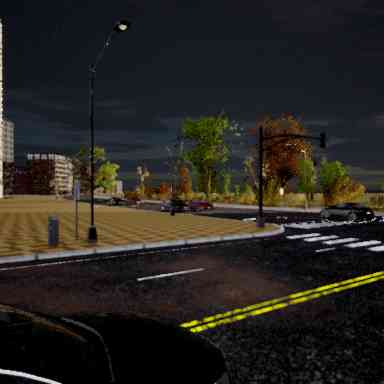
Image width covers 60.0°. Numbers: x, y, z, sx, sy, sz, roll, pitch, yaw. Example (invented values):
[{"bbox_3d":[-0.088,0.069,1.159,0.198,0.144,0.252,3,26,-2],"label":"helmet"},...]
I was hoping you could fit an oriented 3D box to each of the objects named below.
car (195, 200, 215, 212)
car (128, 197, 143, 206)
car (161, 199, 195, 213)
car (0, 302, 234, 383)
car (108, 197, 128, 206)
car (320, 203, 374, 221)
[{"bbox_3d":[0.972,1.641,40.351,1.994,1.385,4.181,0,0,-31],"label":"car"},{"bbox_3d":[-10.374,1.646,59.647,1.812,1.442,4.674,0,0,-29],"label":"car"},{"bbox_3d":[-1.999,1.594,38.977,1.837,1.490,4.892,0,0,-31],"label":"car"},{"bbox_3d":[-1.870,1.504,2.075,4.892,1.490,1.837,0,0,-35],"label":"car"},{"bbox_3d":[-13.370,1.641,58.341,1.837,1.490,4.892,0,0,-30],"label":"car"},{"bbox_3d":[12.634,1.586,27.307,1.994,1.385,4.181,0,0,-26],"label":"car"}]
